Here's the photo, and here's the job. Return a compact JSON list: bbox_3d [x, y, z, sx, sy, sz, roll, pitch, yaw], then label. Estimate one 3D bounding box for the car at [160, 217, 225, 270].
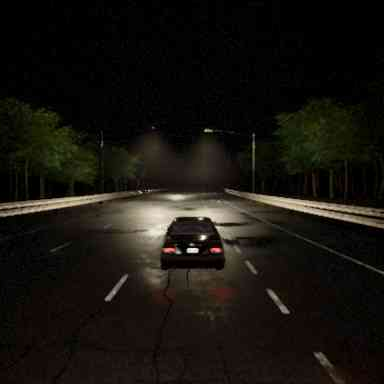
[{"bbox_3d":[0.010,1.519,10.953,2.033,1.411,5.357,0,0,0],"label":"car"}]
